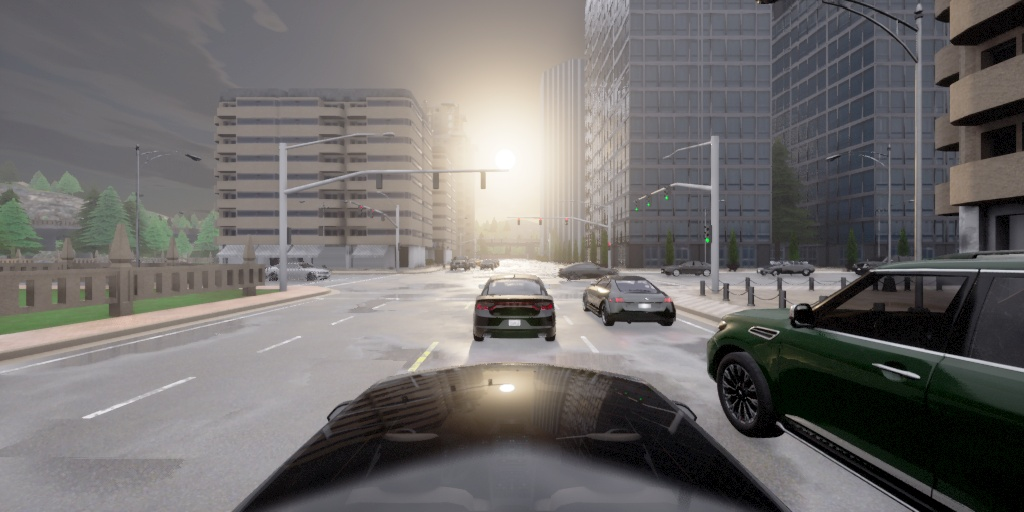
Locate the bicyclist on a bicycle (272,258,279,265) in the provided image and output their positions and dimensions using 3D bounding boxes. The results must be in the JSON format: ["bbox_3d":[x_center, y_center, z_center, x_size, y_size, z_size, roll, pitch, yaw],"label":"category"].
[{"bbox_3d":[-26.094,0.995,39.820,0.582,1.620,1.656,0,0,7],"label":"bicyclist on a bicycle"}]

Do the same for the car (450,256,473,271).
[{"bbox_3d":[-7.114,0.972,49.599,2.150,2.045,5.566,0,0,0],"label":"car"}]

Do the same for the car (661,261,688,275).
[{"bbox_3d":[16.965,1.199,34.648,4.892,1.490,1.837,0,0,0],"label":"car"}]

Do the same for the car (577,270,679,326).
[{"bbox_3d":[3.575,1.314,11.643,1.994,1.385,4.181,0,0,0],"label":"car"}]

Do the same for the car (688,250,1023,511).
[{"bbox_3d":[3.601,0.971,2.288,2.150,2.045,5.566,0,0,0],"label":"car"}]

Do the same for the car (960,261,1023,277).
[{"bbox_3d":[46.546,1.220,34.454,4.674,1.442,1.812,0,0,1],"label":"car"}]

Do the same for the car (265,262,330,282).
[{"bbox_3d":[-16.569,1.220,27.735,4.674,1.442,1.812,0,0,1],"label":"car"}]

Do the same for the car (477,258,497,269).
[{"bbox_3d":[-3.612,1.255,52.969,1.837,1.490,4.892,0,0,0],"label":"car"}]

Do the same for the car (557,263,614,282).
[{"bbox_3d":[5.828,1.225,27.500,4.674,1.442,1.812,0,0,0],"label":"car"}]

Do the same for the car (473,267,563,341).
[{"bbox_3d":[0.066,1.228,9.864,1.882,1.535,5.008,0,0,0],"label":"car"}]

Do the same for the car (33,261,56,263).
[{"bbox_3d":[-46.639,1.201,35.761,4.892,1.490,1.837,-1,0,37],"label":"car"}]

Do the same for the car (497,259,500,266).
[{"bbox_3d":[-3.589,1.241,62.309,2.128,1.511,4.902,0,0,0],"label":"car"}]

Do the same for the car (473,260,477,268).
[{"bbox_3d":[-7.103,1.255,59.303,1.837,1.490,4.892,0,0,0],"label":"car"}]

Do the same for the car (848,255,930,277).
[{"bbox_3d":[36.207,0.916,34.538,5.566,2.045,2.150,0,0,0],"label":"car"}]

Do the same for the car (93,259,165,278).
[{"bbox_3d":[-30.986,1.220,28.824,4.674,1.442,1.812,0,0,12],"label":"car"}]

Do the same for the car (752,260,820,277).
[{"bbox_3d":[26.328,1.186,34.594,4.902,1.511,2.128,0,0,0],"label":"car"}]
